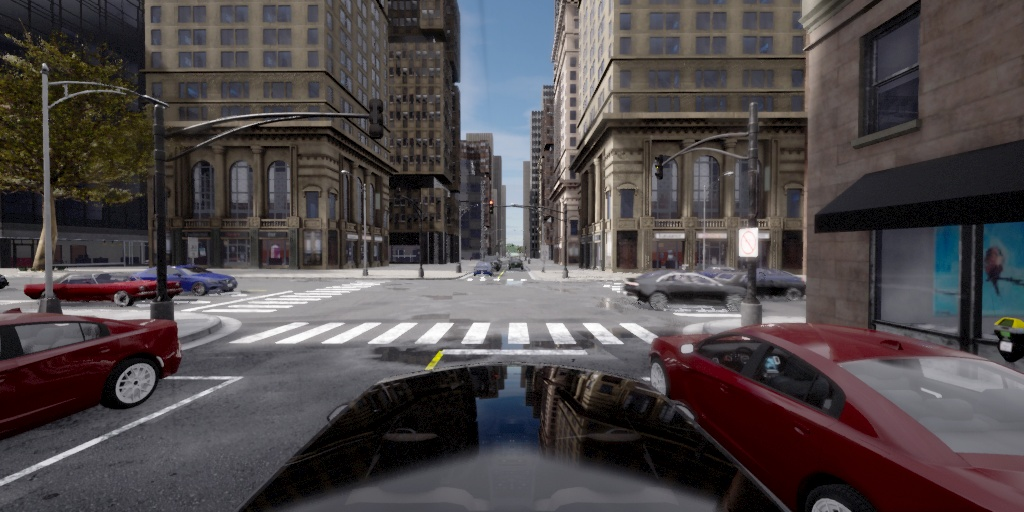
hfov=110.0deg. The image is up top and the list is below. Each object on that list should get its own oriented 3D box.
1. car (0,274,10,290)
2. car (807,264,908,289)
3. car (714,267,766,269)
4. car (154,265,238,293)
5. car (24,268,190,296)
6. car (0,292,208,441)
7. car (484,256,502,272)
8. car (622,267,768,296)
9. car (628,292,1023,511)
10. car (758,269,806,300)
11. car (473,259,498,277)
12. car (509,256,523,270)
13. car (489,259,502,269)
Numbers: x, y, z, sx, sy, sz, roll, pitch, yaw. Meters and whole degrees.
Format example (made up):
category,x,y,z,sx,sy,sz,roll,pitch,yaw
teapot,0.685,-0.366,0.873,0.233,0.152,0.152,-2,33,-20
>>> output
category,x,y,z,sx,sy,sz,roll,pitch,yaw
car,-28.278,1.115,17.981,4.181,1.385,1.994,0,1,1
car,23.178,1.357,24.202,5.008,1.535,1.882,0,1,0
car,14.643,1.418,21.033,4.181,1.385,1.994,0,1,1
car,-16.362,1.173,17.865,4.674,1.442,1.812,0,1,1
car,-16.387,1.296,14.596,4.718,1.301,1.895,0,1,1
car,-5.755,1.295,3.404,1.888,1.381,4.507,0,0,0
car,-2.695,0.959,46.371,2.150,2.045,5.566,0,0,1
car,6.964,1.351,14.411,4.902,1.511,2.128,2,1,1
car,2.771,1.294,3.333,1.888,1.381,4.507,0,0,0
car,11.656,1.480,17.619,4.718,1.301,1.895,0,1,1
car,-2.794,1.288,36.185,2.033,1.411,5.357,0,0,0
car,0.564,1.087,53.493,2.097,1.767,4.553,0,0,0
car,-2.579,1.240,56.824,1.837,1.490,4.892,0,0,1
